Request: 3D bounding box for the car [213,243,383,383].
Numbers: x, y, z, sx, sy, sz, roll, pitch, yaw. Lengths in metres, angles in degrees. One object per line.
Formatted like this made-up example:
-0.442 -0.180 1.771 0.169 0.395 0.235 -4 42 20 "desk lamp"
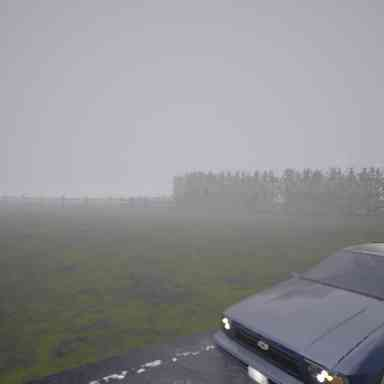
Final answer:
2.940 1.518 4.860 5.357 1.411 2.033 0 0 -32 "car"
